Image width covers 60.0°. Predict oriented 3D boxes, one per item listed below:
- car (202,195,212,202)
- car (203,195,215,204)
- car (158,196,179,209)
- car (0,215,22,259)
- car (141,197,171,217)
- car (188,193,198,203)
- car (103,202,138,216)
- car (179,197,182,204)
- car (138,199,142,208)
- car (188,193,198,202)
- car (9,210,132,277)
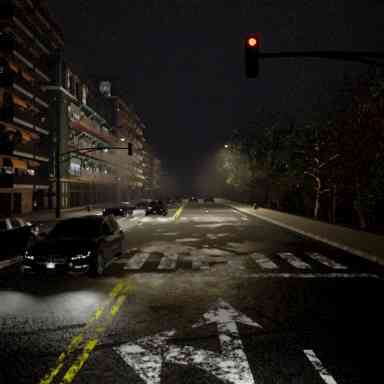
[{"bbox_3d":[3.498,1.498,76.468,2.033,1.411,5.357,0,0,0],"label":"car"},{"bbox_3d":[3.464,1.525,66.049,1.837,1.490,4.892,0,0,0],"label":"car"},{"bbox_3d":[-3.201,1.512,45.459,1.837,1.490,4.892,0,0,0],"label":"car"},{"bbox_3d":[-6.569,1.503,10.371,2.128,1.511,4.902,0,-1,0],"label":"car"},{"bbox_3d":[-3.248,1.509,31.091,1.837,1.490,4.892,0,0,0],"label":"car"},{"bbox_3d":[0.316,1.512,66.466,2.128,1.511,4.902,0,0,0],"label":"car"},{"bbox_3d":[-6.615,1.606,30.401,1.895,1.301,4.718,0,0,3],"label":"car"},{"bbox_3d":[-3.070,1.545,65.178,1.812,1.442,4.674,0,0,1],"label":"car"},{"bbox_3d":[-6.455,1.608,44.735,1.895,1.301,4.718,0,0,0],"label":"car"},{"bbox_3d":[0.249,1.253,76.556,2.150,2.045,5.566,0,0,0],"label":"car"},{"bbox_3d":[-3.325,1.519,10.272,1.837,1.490,4.892,0,-1,0],"label":"car"}]
